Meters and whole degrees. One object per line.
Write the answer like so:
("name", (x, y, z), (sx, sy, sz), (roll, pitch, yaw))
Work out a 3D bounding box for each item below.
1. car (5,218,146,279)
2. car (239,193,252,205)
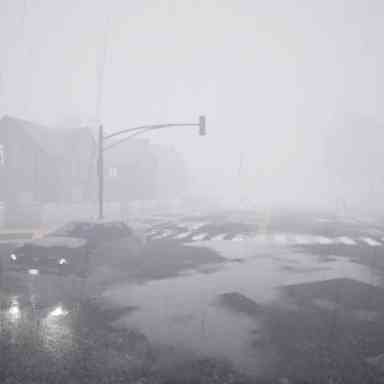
("car", (-3.166, 1.579, 10.582), (2.033, 1.411, 5.357), (2, 0, 14))
("car", (10.540, 1.305, 64.922), (2.150, 2.045, 5.566), (0, 0, 14))
